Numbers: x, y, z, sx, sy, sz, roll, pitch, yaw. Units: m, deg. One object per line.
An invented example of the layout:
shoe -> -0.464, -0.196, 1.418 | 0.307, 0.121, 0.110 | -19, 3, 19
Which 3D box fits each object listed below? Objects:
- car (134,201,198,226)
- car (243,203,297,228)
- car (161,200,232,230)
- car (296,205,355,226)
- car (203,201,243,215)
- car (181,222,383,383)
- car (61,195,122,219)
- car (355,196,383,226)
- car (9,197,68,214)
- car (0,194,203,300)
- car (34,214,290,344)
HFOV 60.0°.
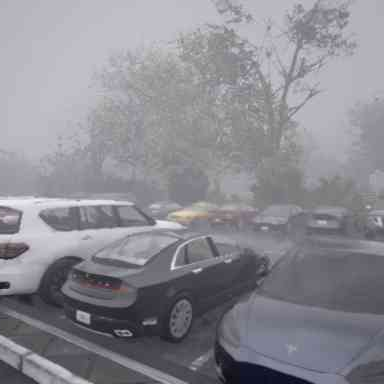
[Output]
car -> -1.705, 1.409, 23.731 | 2.002, 1.452, 4.674 | 0, 0, 35
car -> 5.087, 1.452, 18.863 | 2.163, 1.488, 4.792 | 0, 0, 35
car -> 0.458, 1.384, 21.966 | 1.946, 1.575, 5.366 | 0, 0, 35
car -> 7.390, 1.470, 17.296 | 2.163, 1.488, 4.792 | 0, 0, 35
car -> 2.832, 1.405, 20.497 | 2.097, 1.535, 5.008 | 0, 0, 35
car -> 2.180, 1.490, 4.879 | 2.163, 1.488, 4.792 | 1, 0, 35
car -> -8.522, 1.193, 28.555 | 2.185, 1.767, 4.553 | 0, 0, 35
car -> 9.626, 1.208, 15.635 | 2.435, 2.045, 5.566 | 0, 0, 35
car -> -15.302, 1.290, 33.440 | 2.097, 1.535, 5.008 | 0, 0, 36
car -> -2.352, 1.171, 8.175 | 2.435, 2.045, 5.566 | 0, 0, 35
car -> -0.085, 1.442, 6.521 | 2.231, 1.521, 4.892 | 0, 0, 36
